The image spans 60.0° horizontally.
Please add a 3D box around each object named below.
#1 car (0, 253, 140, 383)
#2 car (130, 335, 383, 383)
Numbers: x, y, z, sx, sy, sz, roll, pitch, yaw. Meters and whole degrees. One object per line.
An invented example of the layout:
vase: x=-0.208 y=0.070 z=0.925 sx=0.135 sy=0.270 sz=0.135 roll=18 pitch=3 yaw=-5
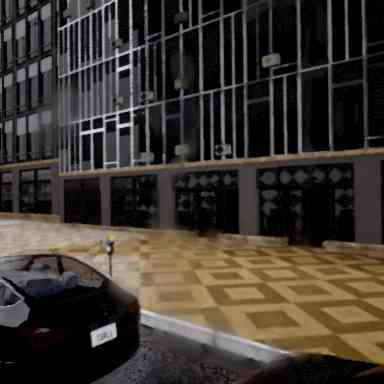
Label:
car: x=-2.632 y=1.558 z=4.775 sx=4.313 sy=1.339 sz=1.947 roll=0 pitch=-1 yaw=36
car: x=1.963 y=1.567 z=1.486 sx=4.313 sy=1.339 sz=1.947 roll=0 pitch=-1 yaw=36
